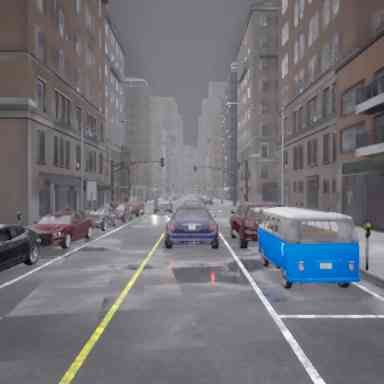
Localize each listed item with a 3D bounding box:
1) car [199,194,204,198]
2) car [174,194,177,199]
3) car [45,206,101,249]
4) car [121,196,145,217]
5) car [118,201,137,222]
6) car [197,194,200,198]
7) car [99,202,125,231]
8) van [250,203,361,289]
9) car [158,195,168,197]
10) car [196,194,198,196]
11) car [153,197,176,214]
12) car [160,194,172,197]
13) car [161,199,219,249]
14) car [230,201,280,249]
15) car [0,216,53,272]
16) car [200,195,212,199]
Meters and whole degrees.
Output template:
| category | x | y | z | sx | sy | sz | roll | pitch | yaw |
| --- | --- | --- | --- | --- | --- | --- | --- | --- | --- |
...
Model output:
| category | x | y | z | sx | sy | sz | roll | pitch | yaw |
| --- | --- | --- | --- | --- | --- | --- | --- | --- | --- |
| car | 2.848 | 1.571 | 63.988 | 1.752 | 1.417 | 4.829 | -1 | 0 | 0 |
| car | -5.677 | 1.642 | 86.050 | 2.008 | 1.369 | 4.403 | -1 | 0 | 0 |
| car | -5.675 | 1.543 | 14.478 | 1.887 | 1.381 | 4.507 | -1 | 0 | 0 |
| car | -5.678 | 1.321 | 31.227 | 2.192 | 1.841 | 5.009 | -1 | 0 | 0 |
| car | -5.675 | 1.585 | 25.644 | 1.802 | 1.307 | 4.206 | -1 | 0 | 0 |
| car | 2.849 | 1.623 | 80.507 | 1.887 | 1.381 | 4.507 | -1 | 0 | 0 |
| car | -5.676 | 1.551 | 20.061 | 2.008 | 1.369 | 4.403 | -1 | 0 | 0 |
| van | 2.847 | 1.339 | 8.916 | 1.690 | 1.788 | 3.998 | -1 | 0 | 0 |
| car | -5.676 | 1.619 | 58.227 | 1.802 | 1.307 | 4.206 | -1 | 0 | 0 |
| car | 2.847 | 1.532 | 86.071 | 1.967 | 1.590 | 4.097 | -1 | 0 | 0 |
| car | -2.999 | 1.571 | 35.653 | 1.812 | 1.442 | 4.674 | 0 | 0 | 0 |
| car | -5.679 | 1.361 | 63.792 | 2.192 | 1.841 | 5.009 | -1 | 0 | 0 |
| car | 0.000 | 1.366 | 14.621 | 2.097 | 1.767 | 4.553 | 0 | 0 | 0 |
| car | 2.847 | 1.313 | 14.501 | 2.192 | 1.841 | 5.009 | -1 | 0 | 0 |
| car | -5.675 | 1.563 | 8.895 | 1.947 | 1.339 | 4.313 | -1 | 0 | 0 |
| car | 2.849 | 1.619 | 58.254 | 1.802 | 1.307 | 4.206 | -1 | 0 | 0 |
